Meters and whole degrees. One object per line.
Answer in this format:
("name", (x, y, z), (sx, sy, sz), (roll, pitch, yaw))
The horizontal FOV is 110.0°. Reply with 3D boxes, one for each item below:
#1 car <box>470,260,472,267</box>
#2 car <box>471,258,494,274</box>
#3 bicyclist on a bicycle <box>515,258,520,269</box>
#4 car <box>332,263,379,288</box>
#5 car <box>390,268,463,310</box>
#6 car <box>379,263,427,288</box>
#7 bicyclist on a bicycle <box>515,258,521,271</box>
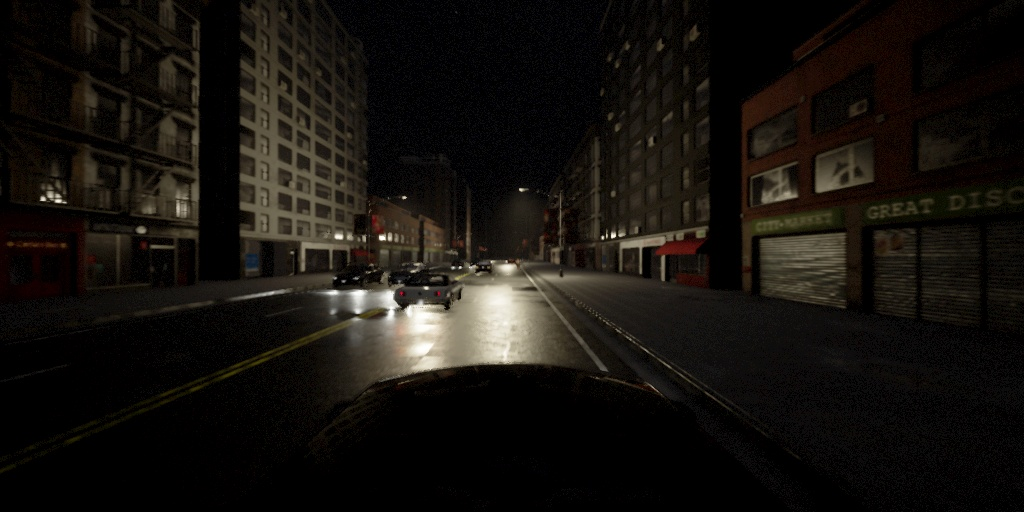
("car", (-6.555, 1.215, 65.103), (1.837, 1.490, 4.892), (0, 0, 0))
("car", (-3.176, 1.276, 41.738), (2.033, 1.411, 5.357), (0, 0, 0))
("bicyclist on a bicycle", (0.858, 1.158, 55.964), (0.866, 1.612, 1.509), (0, -1, -1))
("car", (-9.864, 1.241, 23.428), (1.837, 1.490, 4.892), (0, 0, 0))
("car", (-3.178, 1.343, 14.706), (1.895, 1.301, 4.718), (0, 0, 0))
("car", (-6.612, 1.228, 23.480), (2.128, 1.511, 4.902), (0, 0, 0))
("bicyclist on a bicycle", (0.854, 1.163, 47.040), (0.866, 1.612, 1.509), (0, 0, 0))
